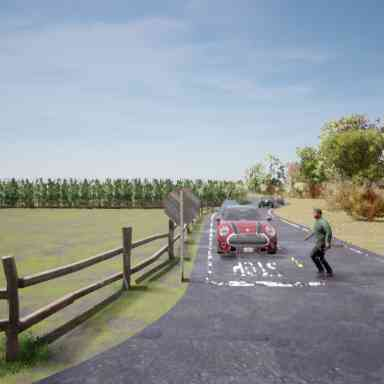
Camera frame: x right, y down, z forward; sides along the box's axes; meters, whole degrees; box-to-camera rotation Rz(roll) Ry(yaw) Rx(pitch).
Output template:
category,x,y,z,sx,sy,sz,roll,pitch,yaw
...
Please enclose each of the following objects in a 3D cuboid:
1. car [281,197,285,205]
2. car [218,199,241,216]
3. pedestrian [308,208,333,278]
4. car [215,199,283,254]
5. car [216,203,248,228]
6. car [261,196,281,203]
category,x,y,z,sx,sy,sz,roll,pitch,yaw
car,14.569,1.475,56.199,1.812,1.442,4.674,0,0,20
car,3.987,1.539,34.361,2.033,1.411,5.357,0,0,10
pedestrian,3.297,1.283,8.534,0.375,1.860,0.375,-1,1,4
car,2.035,1.352,13.382,2.097,1.767,4.553,0,0,4
car,2.773,1.545,23.768,2.033,1.411,5.357,0,0,5
car,10.719,1.318,46.718,2.097,1.767,4.553,0,0,22
